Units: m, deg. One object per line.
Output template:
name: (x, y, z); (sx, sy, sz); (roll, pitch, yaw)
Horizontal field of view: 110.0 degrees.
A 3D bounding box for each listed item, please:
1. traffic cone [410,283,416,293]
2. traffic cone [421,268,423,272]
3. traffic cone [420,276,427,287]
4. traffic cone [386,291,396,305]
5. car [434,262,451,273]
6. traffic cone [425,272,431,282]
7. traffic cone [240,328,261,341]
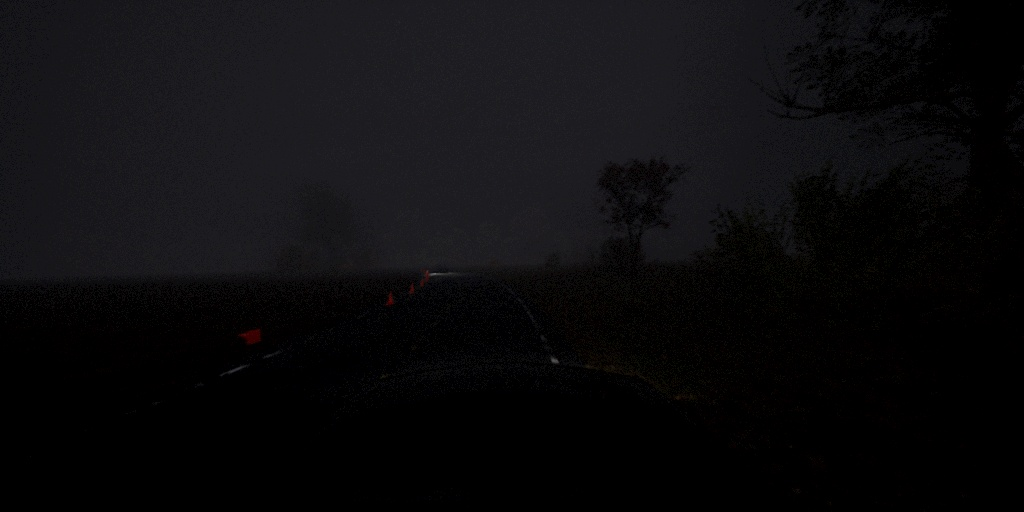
traffic cone: (-5.811, 1.874, 20.899); (0.340, 0.580, 0.340); (0, 0, -7)
traffic cone: (-12.065, 2.063, 49.633); (0.340, 0.580, 0.340); (0, 0, -18)
traffic cone: (-6.450, 1.895, 25.767); (0.340, 0.580, 0.340); (0, 0, -8)
traffic cone: (-5.415, 1.860, 16.028); (0.340, 0.580, 0.340); (0, 0, 1)
car: (-9.566, 1.567, 49.079); (1.812, 1.442, 4.674); (-1, 0, -18)
traffic cone: (-7.252, 1.920, 30.610); (0.340, 0.580, 0.340); (0, 0, -10)
traffic cone: (-6.407, 1.710, 8.914); (0.340, 0.580, 0.340); (0, 0, 24)
